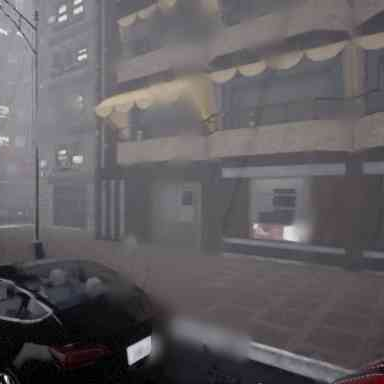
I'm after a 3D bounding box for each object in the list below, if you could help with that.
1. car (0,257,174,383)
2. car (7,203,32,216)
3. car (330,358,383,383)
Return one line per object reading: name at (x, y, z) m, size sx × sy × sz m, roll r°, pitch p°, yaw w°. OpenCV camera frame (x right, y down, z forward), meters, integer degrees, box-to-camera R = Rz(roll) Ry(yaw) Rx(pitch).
car at (-2.192, 1.567, 4.437) m, size 4.313 × 1.339 × 1.947 m, roll 0°, pitch 0°, yaw 35°
car at (-18.540, 1.942, 37.729) m, size 1.887 × 1.381 × 4.507 m, roll -1°, pitch -2°, yaw 35°
car at (2.392, 1.440, 1.167) m, size 4.097 × 1.590 × 1.967 m, roll 0°, pitch 0°, yaw 35°
